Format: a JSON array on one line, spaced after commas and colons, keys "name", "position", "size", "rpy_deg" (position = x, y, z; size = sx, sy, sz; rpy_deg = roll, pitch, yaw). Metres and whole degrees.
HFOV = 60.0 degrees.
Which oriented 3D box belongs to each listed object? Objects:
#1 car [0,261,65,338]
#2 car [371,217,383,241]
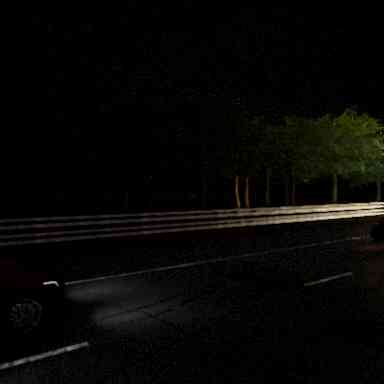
[{"name": "car", "position": [-4.368, 1.527, 4.929], "size": [4.674, 1.442, 1.812], "rpy_deg": [0, 0, -36]}, {"name": "car", "position": [10.049, 1.529, 15.226], "size": [4.181, 1.385, 1.994], "rpy_deg": [0, 0, -36]}]
